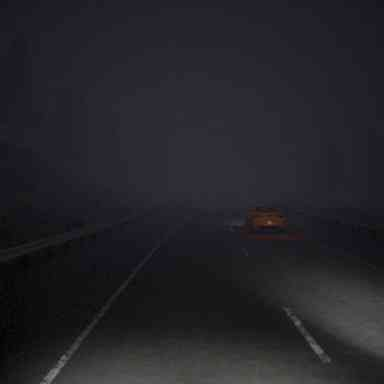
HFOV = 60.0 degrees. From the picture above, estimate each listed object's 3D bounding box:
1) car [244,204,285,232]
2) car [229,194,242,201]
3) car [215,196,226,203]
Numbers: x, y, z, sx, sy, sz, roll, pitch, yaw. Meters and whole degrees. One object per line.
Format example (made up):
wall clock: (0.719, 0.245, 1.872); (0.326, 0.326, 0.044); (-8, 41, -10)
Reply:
car: (4.317, 1.487, 20.320); (1.882, 1.535, 5.008); (0, 0, 4)
car: (10.787, 1.238, 84.193); (2.097, 1.767, 4.553); (0, 0, 15)
car: (5.850, 1.503, 68.134); (1.882, 1.535, 5.008); (0, 0, 12)
